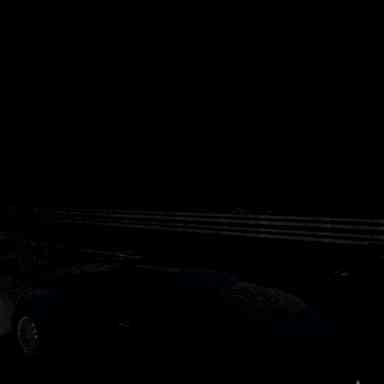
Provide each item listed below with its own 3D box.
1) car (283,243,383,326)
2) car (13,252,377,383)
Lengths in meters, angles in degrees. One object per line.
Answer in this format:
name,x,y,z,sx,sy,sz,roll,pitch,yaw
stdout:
car,3.278,1.605,5.951,4.718,1.301,1.895,0,0,35
car,-0.421,1.544,4.287,4.674,1.442,1.812,-1,0,35
